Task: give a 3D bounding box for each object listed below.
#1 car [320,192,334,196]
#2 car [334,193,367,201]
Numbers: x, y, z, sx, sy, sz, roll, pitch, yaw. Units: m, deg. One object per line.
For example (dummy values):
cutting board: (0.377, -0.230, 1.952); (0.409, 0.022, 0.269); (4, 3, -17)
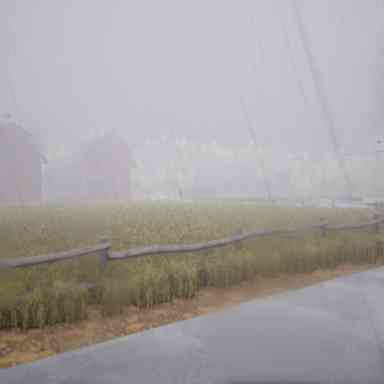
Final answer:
car: (36.008, 0.821, 87.130); (1.932, 1.855, 4.605); (0, 0, -36)
car: (32.509, 1.087, 68.161); (2.242, 1.667, 4.611); (0, 0, -36)
